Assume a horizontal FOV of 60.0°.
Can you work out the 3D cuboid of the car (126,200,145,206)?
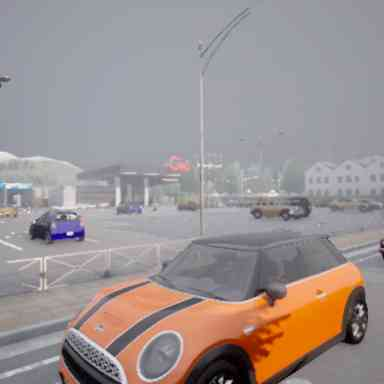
[{"bbox_3d":[-15.070,2.893,88.489,4.611,1.667,2.242,0,-1,-41],"label":"car"}]

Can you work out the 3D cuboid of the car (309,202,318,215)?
[{"bbox_3d":[9.179,1.426,30.943,1.905,1.878,3.866,0,-1,-41],"label":"car"}]

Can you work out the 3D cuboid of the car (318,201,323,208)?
[{"bbox_3d":[21.500,1.797,51.575,2.007,1.523,4.514,0,-1,-41],"label":"car"}]

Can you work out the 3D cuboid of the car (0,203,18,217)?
[{"bbox_3d":[-21.647,2.119,38.207,2.152,1.636,5.027,0,-1,-41],"label":"car"}]

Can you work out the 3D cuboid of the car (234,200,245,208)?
[{"bbox_3d":[9.677,1.767,54.516,1.932,1.855,4.605,0,-1,-41],"label":"car"}]

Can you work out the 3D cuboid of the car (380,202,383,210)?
[{"bbox_3d":[23.400,1.604,43.864,1.970,1.475,3.806,0,-1,-41],"label":"car"}]

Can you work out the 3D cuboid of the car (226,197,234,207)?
[{"bbox_3d":[6.953,1.889,62.595,1.905,1.878,3.866,0,-1,-41],"label":"car"}]

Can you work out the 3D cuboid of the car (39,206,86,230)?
[{"bbox_3d":[-9.438,1.843,24.089,1.970,1.475,3.806,0,-1,-41],"label":"car"}]

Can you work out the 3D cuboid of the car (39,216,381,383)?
[{"bbox_3d":[0.612,1.416,4.683,4.553,1.767,2.097,0,-1,-41],"label":"car"}]

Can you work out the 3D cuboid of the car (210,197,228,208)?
[{"bbox_3d":[4.055,2.181,60.856,1.970,1.475,3.806,0,-1,-41],"label":"car"}]

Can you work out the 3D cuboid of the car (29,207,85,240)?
[{"bbox_3d":[-6.780,1.699,16.548,1.845,1.501,3.633,0,-1,-41],"label":"car"}]

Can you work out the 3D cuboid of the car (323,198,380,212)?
[{"bbox_3d":[18.791,1.514,39.386,2.152,1.636,5.027,0,-1,-41],"label":"car"}]

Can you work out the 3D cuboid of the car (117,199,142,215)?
[{"bbox_3d":[-7.683,1.983,40.261,1.845,1.501,3.633,0,-1,-41],"label":"car"}]

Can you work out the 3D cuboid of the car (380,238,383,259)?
[{"bbox_3d":[8.122,1.674,11.286,4.718,1.301,1.895,0,-1,-41],"label":"car"}]

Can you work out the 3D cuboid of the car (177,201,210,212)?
[{"bbox_3d":[-0.149,1.970,46.826,2.007,1.523,4.514,0,-1,-41],"label":"car"}]

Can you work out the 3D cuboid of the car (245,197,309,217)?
[{"bbox_3d":[7.268,1.436,28.715,1.932,1.855,4.605,0,-1,-41],"label":"car"}]
